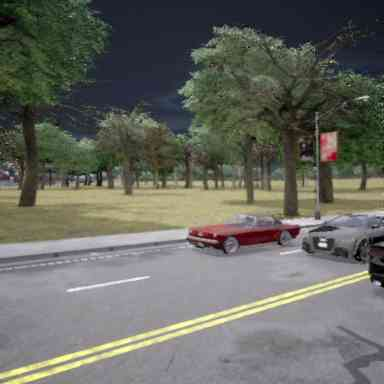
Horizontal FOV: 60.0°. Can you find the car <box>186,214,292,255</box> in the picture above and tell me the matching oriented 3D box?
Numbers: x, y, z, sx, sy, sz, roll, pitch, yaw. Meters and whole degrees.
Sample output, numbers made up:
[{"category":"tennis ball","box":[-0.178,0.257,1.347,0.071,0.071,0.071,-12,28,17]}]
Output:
[{"category":"car","box":[2.111,1.552,13.178,4.718,1.301,1.895,-1,0,-36]}]

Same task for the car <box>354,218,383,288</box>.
[{"category":"car","box":[6.102,1.428,7.793,5.008,1.535,1.882,-1,0,-36]}]

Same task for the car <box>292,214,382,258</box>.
[{"category":"car","box":[5.822,1.496,11.831,4.181,1.385,1.994,-1,0,-35]}]
